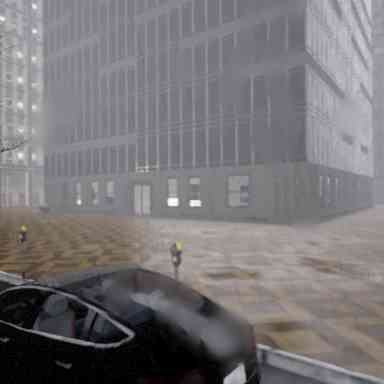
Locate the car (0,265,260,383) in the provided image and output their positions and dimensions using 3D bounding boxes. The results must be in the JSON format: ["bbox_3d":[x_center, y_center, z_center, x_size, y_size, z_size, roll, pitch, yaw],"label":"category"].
[{"bbox_3d":[-1.343,1.572,3.920,4.313,1.339,1.947,0,-1,36],"label":"car"}]
